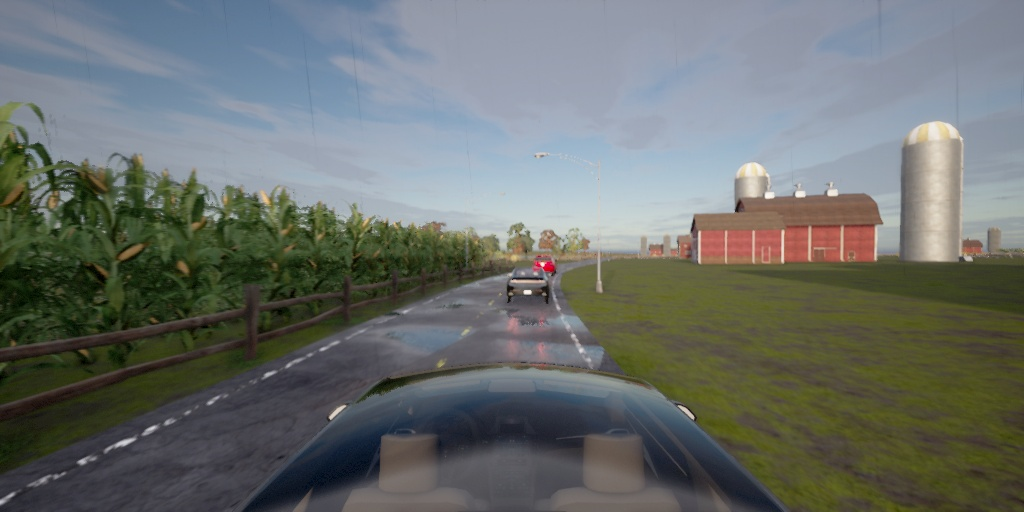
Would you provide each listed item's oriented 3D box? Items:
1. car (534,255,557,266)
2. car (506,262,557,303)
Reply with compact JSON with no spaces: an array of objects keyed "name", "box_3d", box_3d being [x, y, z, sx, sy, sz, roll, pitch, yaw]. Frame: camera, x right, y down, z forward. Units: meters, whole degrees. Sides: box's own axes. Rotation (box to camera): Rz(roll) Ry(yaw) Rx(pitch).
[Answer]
[{"name":"car","box_3d":[3.396,0.934,36.719,2.150,2.045,5.566,0,0,10]},{"name":"car","box_3d":[0.807,1.237,16.814,2.128,1.511,4.902,0,0,4]}]
